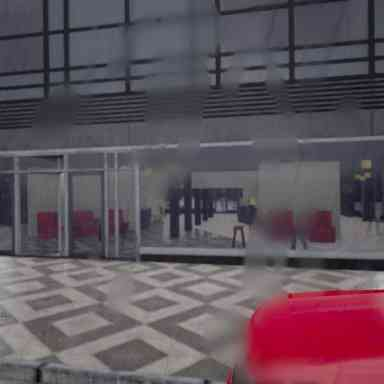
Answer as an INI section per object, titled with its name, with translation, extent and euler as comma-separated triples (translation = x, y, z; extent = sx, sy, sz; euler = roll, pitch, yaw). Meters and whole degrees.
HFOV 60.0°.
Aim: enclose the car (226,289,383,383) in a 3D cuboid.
[car]
translation = 2.953, 1.223, 1.927
extent = 5.566, 2.045, 2.150
euler = 0, 0, 11
